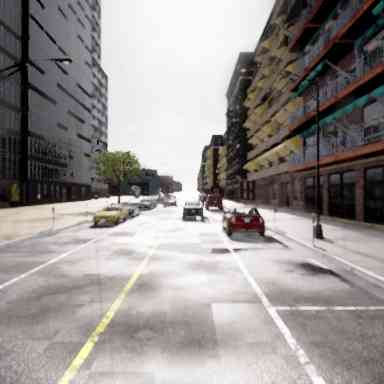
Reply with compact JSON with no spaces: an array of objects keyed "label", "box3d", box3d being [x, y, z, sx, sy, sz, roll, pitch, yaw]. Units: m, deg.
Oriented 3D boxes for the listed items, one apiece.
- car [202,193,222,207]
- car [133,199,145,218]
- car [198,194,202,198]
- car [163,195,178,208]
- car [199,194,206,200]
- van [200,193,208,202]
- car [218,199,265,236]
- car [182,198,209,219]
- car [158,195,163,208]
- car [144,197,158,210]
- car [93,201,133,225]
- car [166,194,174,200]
[{"label":"car","box3d":[2.699,1.242,40.748,2.192,1.841,5.009,1,0,0]},{"label":"car","box3d":[-5.684,1.502,29.427,2.008,1.369,4.403,1,0,0]},{"label":"car","box3d":[0.070,1.419,40.986,2.128,1.511,4.902,0,0,0]},{"label":"car","box3d":[-3.076,1.475,47.172,1.994,1.385,4.181,0,0,0]},{"label":"car","box3d":[2.693,1.340,85.920,1.887,1.381,4.507,1,0,0]},{"label":"van","box3d":[2.696,1.174,74.625,1.690,1.788,3.998,1,0,0]},{"label":"car","box3d":[2.698,1.412,18.164,1.967,1.590,4.097,1,0,0]},{"label":"car","box3d":[0.091,1.501,28.480,2.033,1.411,5.357,0,0,0]},{"label":"car","box3d":[-5.685,1.463,46.365,2.008,1.369,4.403,1,0,0]},{"label":"car","box3d":[-5.685,1.477,40.718,2.008,1.369,4.403,1,0,0]},{"label":"car","box3d":[-5.684,1.488,23.610,1.752,1.417,4.829,1,0,0]},{"label":"car","box3d":[-5.653,1.235,85.886,1.967,1.590,4.097,1,0,0]}]
